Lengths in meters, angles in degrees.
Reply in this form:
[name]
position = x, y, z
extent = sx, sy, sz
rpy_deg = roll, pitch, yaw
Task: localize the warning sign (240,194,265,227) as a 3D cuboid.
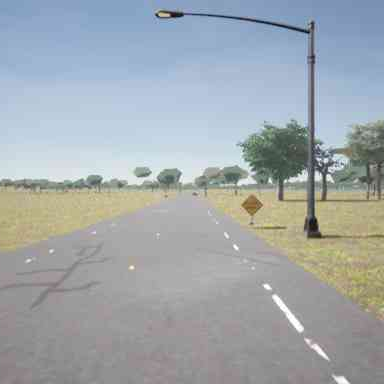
[warning sign]
position = 3.562, 1.073, 19.715
extent = 1.300, 1.860, 1.060
rpy_deg = 1, 1, 0
